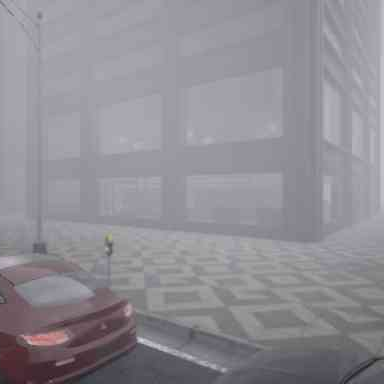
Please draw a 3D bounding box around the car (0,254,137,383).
[{"bbox_3d":[-2.629,1.582,4.836,4.206,1.307,1.802,0,0,35],"label":"car"}]

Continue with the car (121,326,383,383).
[{"bbox_3d":[1.960,1.551,1.563,4.403,1.369,2.008,0,0,35],"label":"car"}]
